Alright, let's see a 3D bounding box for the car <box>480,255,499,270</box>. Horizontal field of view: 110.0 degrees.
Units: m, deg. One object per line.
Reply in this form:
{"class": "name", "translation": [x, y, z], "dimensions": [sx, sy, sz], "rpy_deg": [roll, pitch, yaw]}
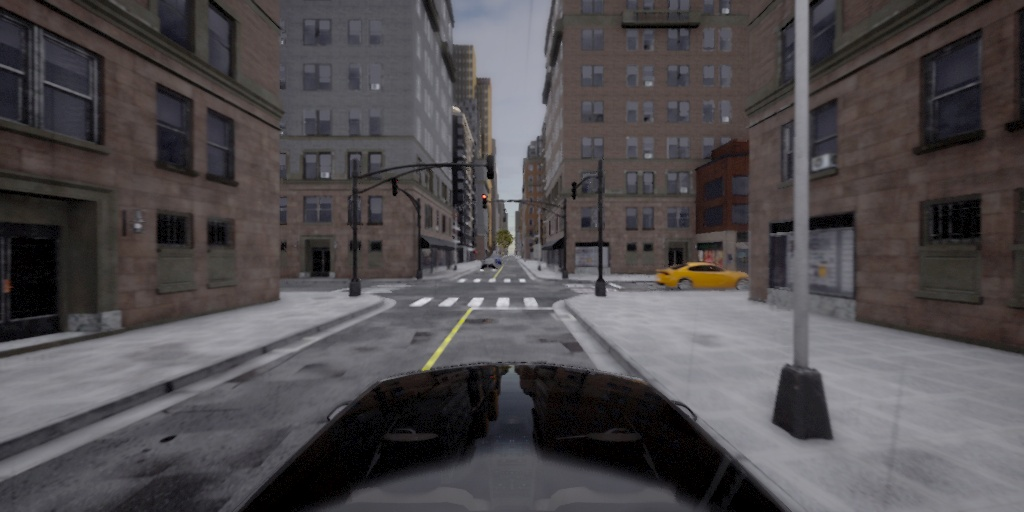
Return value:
{"class": "car", "translation": [-3.058, 0.999, 47.262], "dimensions": [1.837, 1.490, 4.892], "rpy_deg": [0, 0, 0]}

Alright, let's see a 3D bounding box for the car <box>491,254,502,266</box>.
{"class": "car", "translation": [-3.000, 0.623, 63.993], "dimensions": [2.150, 2.045, 5.566], "rpy_deg": [0, 0, 1]}

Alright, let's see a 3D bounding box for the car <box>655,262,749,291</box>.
{"class": "car", "translation": [10.521, 1.108, 19.734], "dimensions": [5.008, 1.535, 1.882], "rpy_deg": [0, 0, 0]}
